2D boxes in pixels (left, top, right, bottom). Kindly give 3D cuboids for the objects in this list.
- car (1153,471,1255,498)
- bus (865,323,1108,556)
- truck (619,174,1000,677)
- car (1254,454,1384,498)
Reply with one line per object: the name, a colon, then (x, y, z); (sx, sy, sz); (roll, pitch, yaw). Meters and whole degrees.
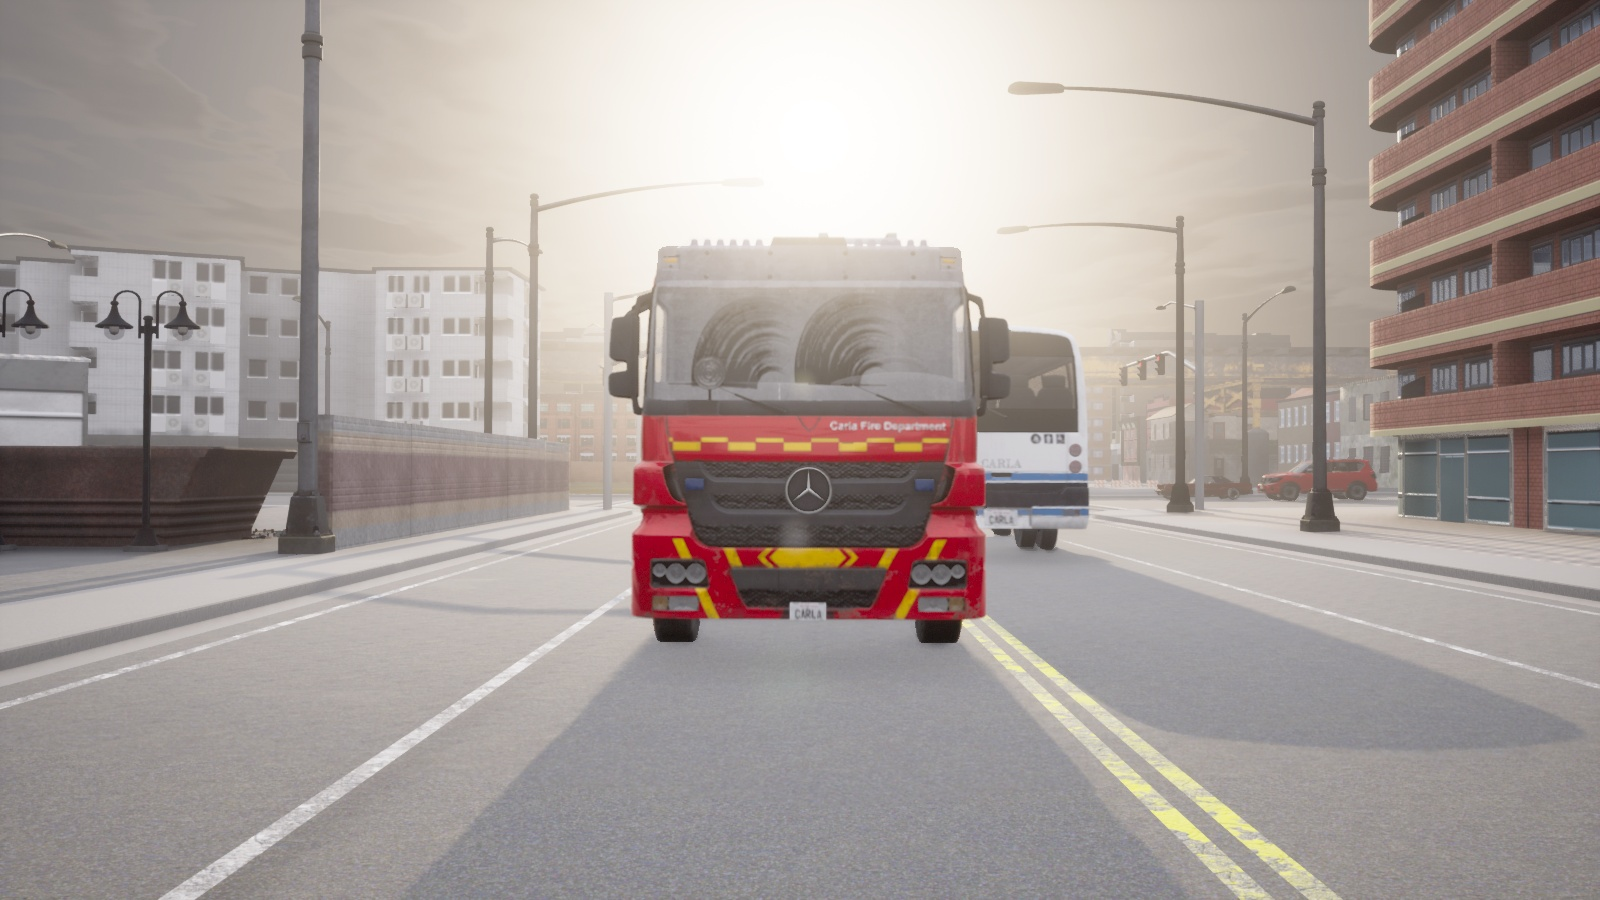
car: (21.271, 1.809, 66.245); (4.718, 1.301, 1.895); (-1, -1, 1)
bus: (3.670, -0.105, 28.136); (3.944, 4.253, 10.273); (0, -1, 0)
truck: (0.093, -0.119, 13.816); (2.891, 3.827, 8.468); (0, -1, 0)
car: (25.815, 1.285, 62.614); (5.566, 2.045, 2.150); (-1, -1, 1)
